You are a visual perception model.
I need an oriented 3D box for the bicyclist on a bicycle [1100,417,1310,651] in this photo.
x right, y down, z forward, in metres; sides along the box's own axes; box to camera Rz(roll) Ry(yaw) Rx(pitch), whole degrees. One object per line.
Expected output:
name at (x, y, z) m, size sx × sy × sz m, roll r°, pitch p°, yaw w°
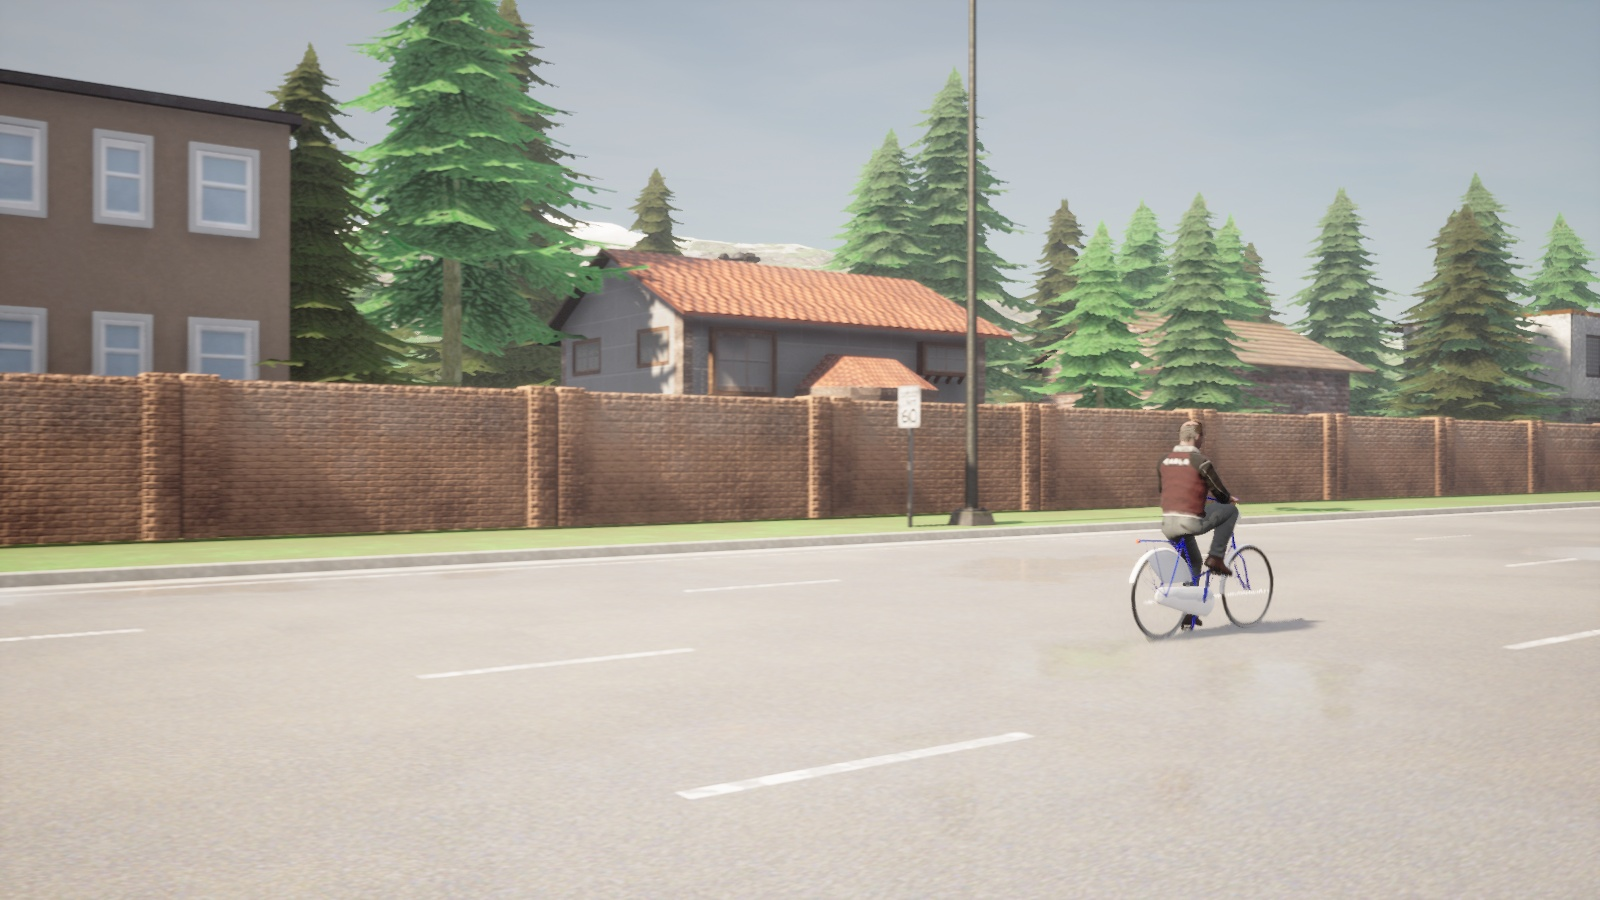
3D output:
bicyclist on a bicycle at (3.348, 0.634, 10.319) m, size 1.843 × 1.776 × 0.659 m, roll 0°, pitch 0°, yaw -35°
